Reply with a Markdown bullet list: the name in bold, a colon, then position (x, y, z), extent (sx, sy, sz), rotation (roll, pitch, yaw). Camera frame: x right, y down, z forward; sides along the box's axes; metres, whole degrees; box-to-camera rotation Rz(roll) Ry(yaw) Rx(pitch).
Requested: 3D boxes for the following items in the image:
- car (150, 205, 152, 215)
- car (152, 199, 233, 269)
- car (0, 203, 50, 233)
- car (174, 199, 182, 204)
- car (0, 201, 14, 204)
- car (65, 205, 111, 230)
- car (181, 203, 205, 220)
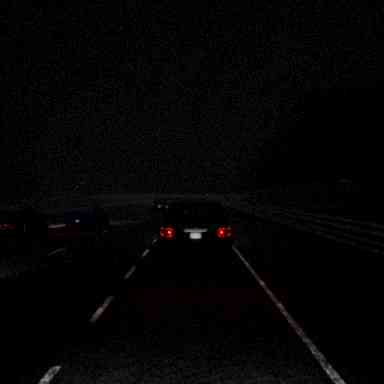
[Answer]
- **car**: position (-3.518, 1.647, 38.161), extent (2.097, 1.767, 4.553), rotation (0, -1, 0)
- **car**: position (0.094, 1.271, 11.508), extent (2.150, 2.045, 5.566), rotation (0, 0, 0)
- **car**: position (-10.410, 1.627, 20.332), extent (1.837, 1.490, 4.892), rotation (0, -1, 0)
- **car**: position (-3.539, 2.346, 83.938), extent (1.994, 1.385, 4.181), rotation (0, -1, 0)
- **car**: position (-24.546, 1.914, 43.791), extent (1.994, 1.385, 4.181), rotation (0, -1, 1)
- **car**: position (-6.911, 1.622, 22.525), extent (1.882, 1.535, 5.008), rotation (0, -1, 0)
- **car**: position (0.085, 1.781, 31.758), extent (2.033, 1.411, 5.357), rotation (0, -1, 0)
